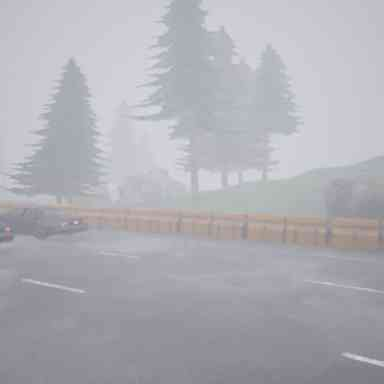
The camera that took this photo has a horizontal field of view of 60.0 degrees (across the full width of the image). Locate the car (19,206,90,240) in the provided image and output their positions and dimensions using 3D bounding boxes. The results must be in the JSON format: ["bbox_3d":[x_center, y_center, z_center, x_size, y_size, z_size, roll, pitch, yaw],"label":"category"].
[{"bbox_3d":[-7.419,1.366,15.594,5.357,1.411,2.033,1,1,23],"label":"car"}]

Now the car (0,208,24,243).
[{"bbox_3d":[-9.271,1.395,12.584,5.357,1.411,2.033,1,1,22],"label":"car"}]
